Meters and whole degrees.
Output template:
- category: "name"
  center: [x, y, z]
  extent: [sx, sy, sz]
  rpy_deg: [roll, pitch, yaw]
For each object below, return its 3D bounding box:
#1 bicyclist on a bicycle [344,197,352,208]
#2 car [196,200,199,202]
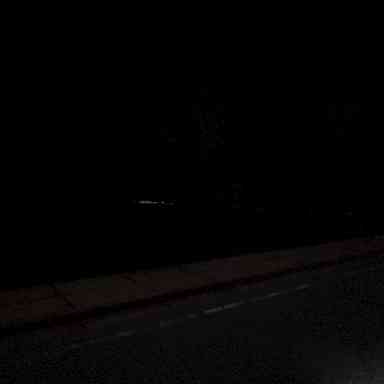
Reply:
- category: "bicyclist on a bicycle"
  center: [18.098, 1.372, 38.504]
  extent: [1.656, 1.620, 0.582]
  rpy_deg: [22, -28, -26]
- category: "car"
  center: [-0.440, 1.593, 52.869]
  extent: [1.895, 1.301, 4.718]
  rpy_deg: [0, 0, -34]
